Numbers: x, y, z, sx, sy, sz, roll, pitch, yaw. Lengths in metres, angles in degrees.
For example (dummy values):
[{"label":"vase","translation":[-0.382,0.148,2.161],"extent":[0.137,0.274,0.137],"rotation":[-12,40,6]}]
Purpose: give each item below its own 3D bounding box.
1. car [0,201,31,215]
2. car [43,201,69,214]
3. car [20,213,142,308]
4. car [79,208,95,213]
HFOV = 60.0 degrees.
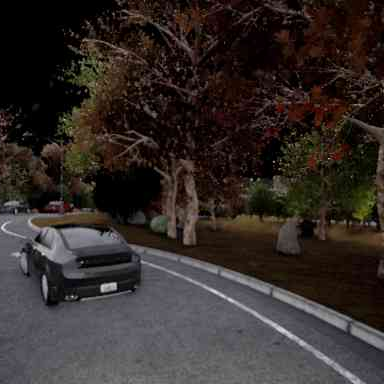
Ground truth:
[{"label":"car","translation":[-20.487,1.845,38.489],"extent":[1.837,1.490,4.892],"rotation":[0,-2,-1]},{"label":"car","translation":[-20.763,2.335,51.148],"extent":[2.150,2.045,5.566],"rotation":[0,-5,-1]},{"label":"car","translation":[-2.883,1.502,8.133],"extent":[1.837,1.490,4.892],"rotation":[0,0,-34]},{"label":"car","translation":[-21.064,3.948,67.026],"extent":[2.033,1.411,5.357],"rotation":[0,-5,-1]}]
